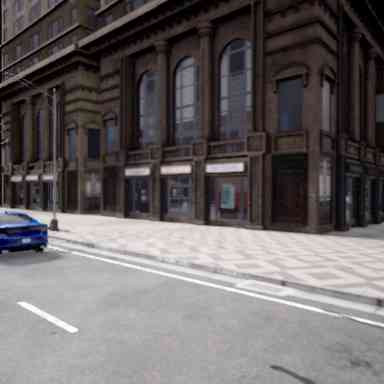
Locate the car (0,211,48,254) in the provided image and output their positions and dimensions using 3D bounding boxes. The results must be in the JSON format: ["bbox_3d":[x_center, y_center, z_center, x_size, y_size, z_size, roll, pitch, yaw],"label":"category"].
[{"bbox_3d":[-7.286,1.441,12.532,5.008,1.535,1.882,0,0,41],"label":"car"}]
